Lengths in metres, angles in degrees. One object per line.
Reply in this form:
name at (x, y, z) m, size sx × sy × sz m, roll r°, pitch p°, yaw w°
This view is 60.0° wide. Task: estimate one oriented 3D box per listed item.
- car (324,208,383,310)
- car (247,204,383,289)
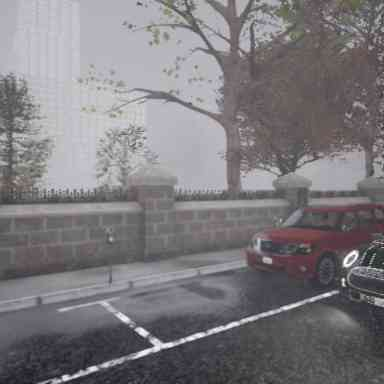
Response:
car at (5.127, 1.317, 7.034) m, size 4.553 × 1.767 × 2.097 m, roll 0°, pitch 0°, yaw -35°
car at (3.824, 1.279, 9.286) m, size 5.009 × 1.841 × 2.192 m, roll 0°, pitch 0°, yaw -36°
